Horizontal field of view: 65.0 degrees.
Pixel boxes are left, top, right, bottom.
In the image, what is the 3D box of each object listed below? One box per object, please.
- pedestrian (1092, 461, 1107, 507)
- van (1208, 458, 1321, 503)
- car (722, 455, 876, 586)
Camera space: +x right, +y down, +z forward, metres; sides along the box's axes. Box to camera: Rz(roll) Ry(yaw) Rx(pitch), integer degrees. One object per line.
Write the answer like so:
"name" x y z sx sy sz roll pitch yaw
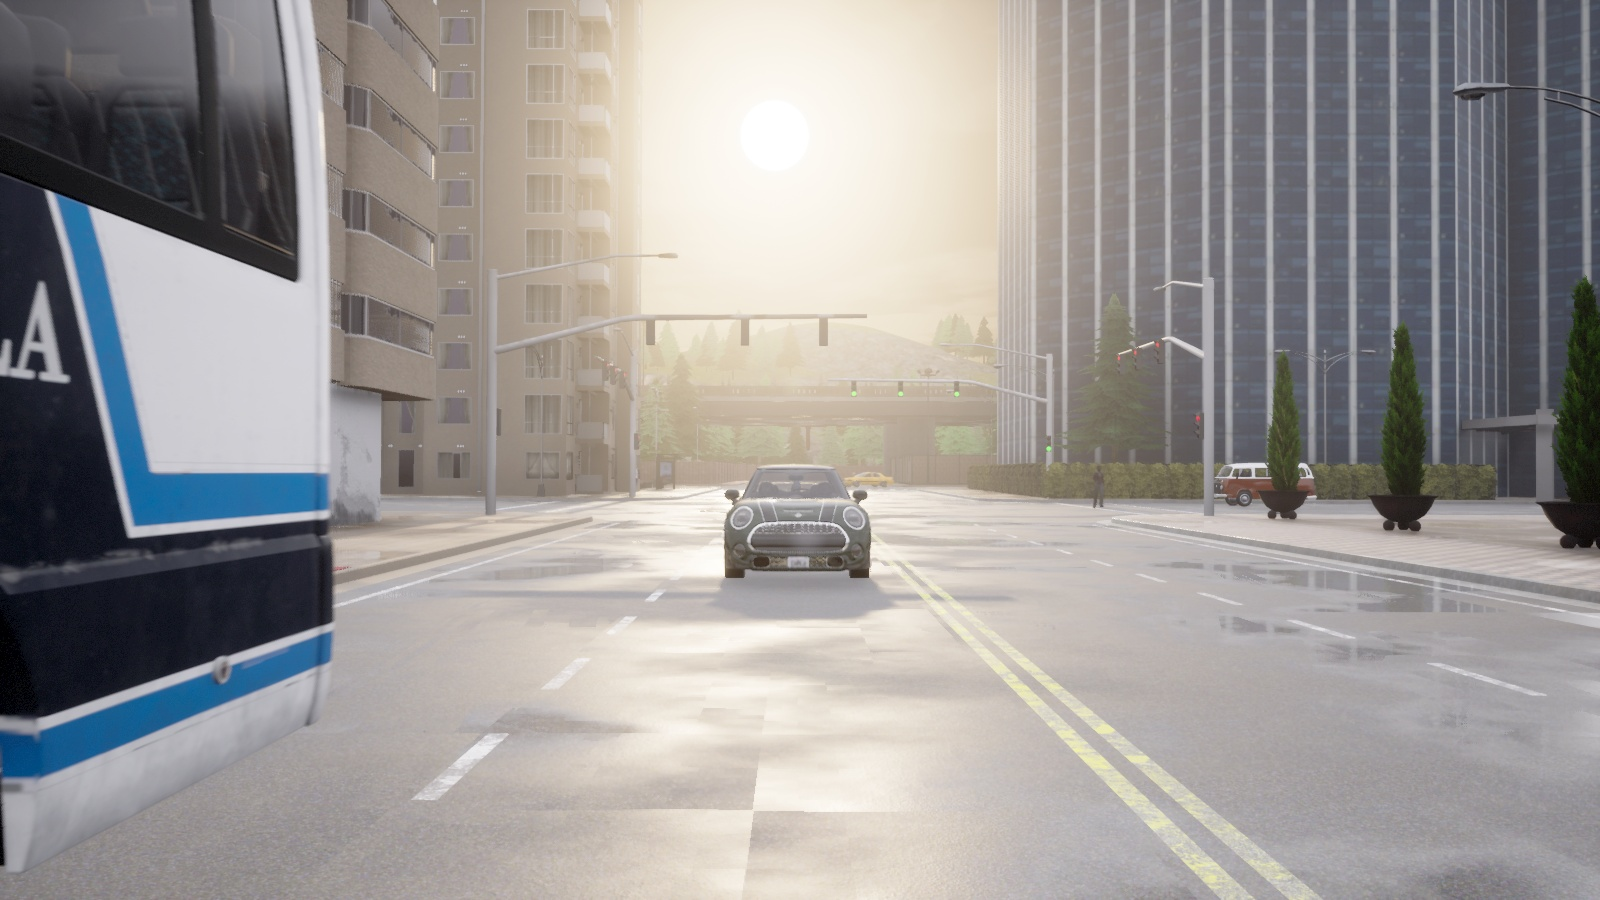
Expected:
"pedestrian" 12.823 1.457 53.753 0.402 1.930 0.666 0 -1 -7
"van" 21.638 1.433 58.627 4.480 2.038 2.069 0 -1 -1
"car" -0.060 0.999 19.417 2.097 1.767 4.553 0 -1 -1
